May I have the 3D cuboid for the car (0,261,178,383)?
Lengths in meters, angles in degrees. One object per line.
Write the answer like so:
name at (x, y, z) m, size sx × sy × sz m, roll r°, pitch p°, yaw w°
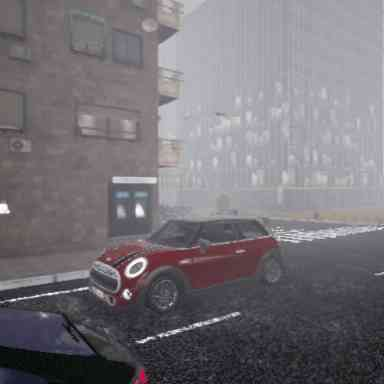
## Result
car at (-2.325, 1.563, 2.027) m, size 4.181 × 1.385 × 1.994 m, roll 0°, pitch 0°, yaw -36°

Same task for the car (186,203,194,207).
car at (-1.276, 2.058, 40.646) m, size 2.008 × 1.369 × 4.403 m, roll -2°, pitch 0°, yaw -36°

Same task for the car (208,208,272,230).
car at (3.379, 1.900, 24.281) m, size 1.895 × 1.301 × 4.718 m, roll 0°, pitch -1°, yaw -35°

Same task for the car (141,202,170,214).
car at (-5.010, 2.152, 45.429) m, size 2.008 × 1.369 × 4.403 m, roll -2°, pitch 0°, yaw -36°

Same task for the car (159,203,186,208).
car at (-3.021, 1.973, 33.042) m, size 1.837 × 1.490 × 4.892 m, roll 0°, pitch -1°, yaw -36°

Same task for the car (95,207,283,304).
car at (0.024, 1.359, 7.736) m, size 4.553 × 1.767 × 2.097 m, roll 0°, pitch 0°, yaw -37°
